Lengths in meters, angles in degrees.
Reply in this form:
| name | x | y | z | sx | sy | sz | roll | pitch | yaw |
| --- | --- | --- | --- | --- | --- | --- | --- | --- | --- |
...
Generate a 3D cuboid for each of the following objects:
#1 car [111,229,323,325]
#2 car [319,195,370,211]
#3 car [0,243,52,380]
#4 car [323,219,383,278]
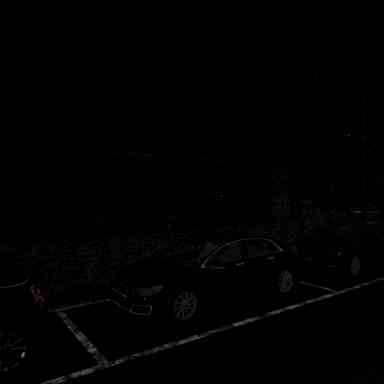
| name | x | y | z | sx | sy | sz | roll | pitch | yaw |
| --- | --- | --- | --- | --- | --- | --- | --- | --- | --- |
| car | 0.501 | 1.551 | 7.003 | 4.403 | 1.369 | 2.008 | 0 | 0 | -35 |
| car | 15.456 | 1.135 | 33.975 | 1.882 | 1.535 | 5.008 | 0 | 2 | -35 |
| car | -3.944 | 1.440 | 3.838 | 4.097 | 1.590 | 1.967 | 0 | 0 | -35 |
| car | 4.946 | 1.545 | 10.169 | 4.507 | 1.381 | 1.887 | 0 | 0 | -35 |
